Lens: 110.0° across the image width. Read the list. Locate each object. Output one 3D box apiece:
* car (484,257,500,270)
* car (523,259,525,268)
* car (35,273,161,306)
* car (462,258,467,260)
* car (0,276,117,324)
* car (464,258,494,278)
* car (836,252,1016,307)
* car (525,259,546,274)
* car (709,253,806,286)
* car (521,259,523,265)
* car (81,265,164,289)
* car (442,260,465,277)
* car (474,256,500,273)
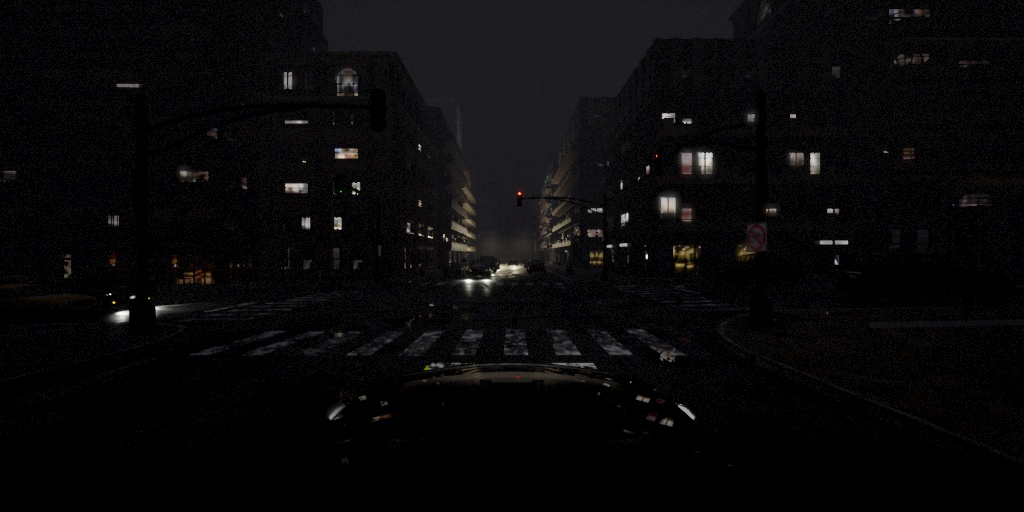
[{"bbox_3d":[-2.955,1.116,54.397,2.097,1.767,4.553,0,0,0],"label":"car"},{"bbox_3d":[2.801,1.200,46.446,1.967,1.591,4.097,0,0,0],"label":"car"},{"bbox_3d":[-18.288,1.627,15.388,4.181,1.385,1.994,-1,0,0],"label":"car"},{"bbox_3d":[-5.594,1.283,40.612,1.751,1.417,4.829,0,0,0],"label":"car"},{"bbox_3d":[-17.603,1.585,12.803,4.829,1.417,1.751,0,0,0],"label":"car"},{"bbox_3d":[-3.022,1.233,34.083,1.882,1.535,5.008,0,0,0],"label":"car"},{"bbox_3d":[14.738,0.775,13.006,5.009,1.841,2.192,0,0,0],"label":"car"},{"bbox_3d":[2.786,1.198,40.763,1.967,1.591,4.097,0,0,0],"label":"car"},{"bbox_3d":[14.624,0.759,21.385,5.009,1.841,2.192,0,0,0],"label":"car"},{"bbox_3d":[2.829,1.348,57.811,1.802,1.307,4.207,0,0,0],"label":"car"},{"bbox_3d":[-23.551,1.462,21.114,5.009,1.841,2.192,0,0,0],"label":"car"},{"bbox_3d":[-5.608,1.322,35.099,1.948,1.339,4.313,0,0,0],"label":"car"},{"bbox_3d":[-2.995,0.981,44.065,2.150,2.045,5.566,0,0,0],"label":"car"}]
